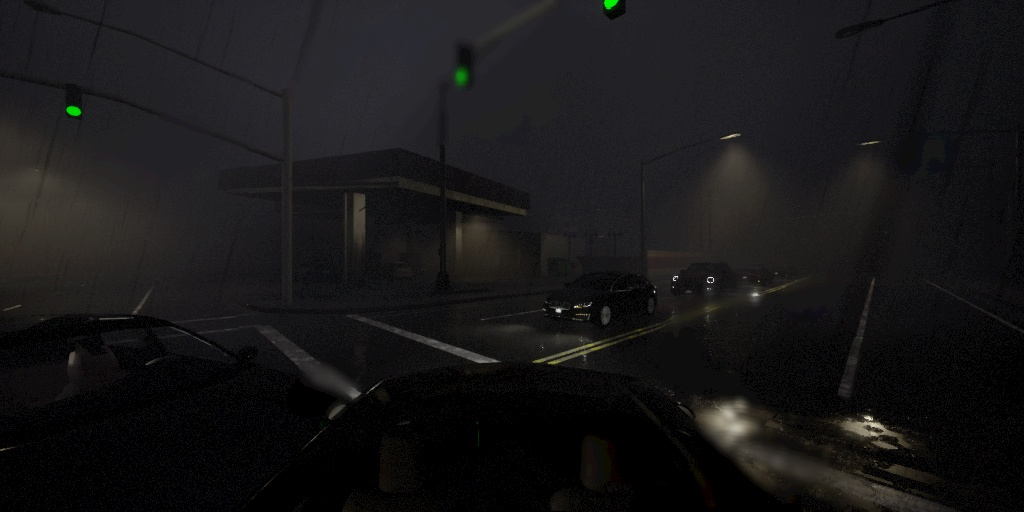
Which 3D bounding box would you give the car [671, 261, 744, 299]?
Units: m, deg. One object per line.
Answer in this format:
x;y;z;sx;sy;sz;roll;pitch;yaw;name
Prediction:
9.918;1.102;18.355;4.553;1.767;2.097;0;0;-44;car

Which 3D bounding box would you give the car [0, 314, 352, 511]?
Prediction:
-3.393;1.242;2.634;4.902;1.511;2.128;0;0;15;car

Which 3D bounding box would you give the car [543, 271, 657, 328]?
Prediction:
3.006;1.255;11.584;4.892;1.490;1.837;0;0;-45;car

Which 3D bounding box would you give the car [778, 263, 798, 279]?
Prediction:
24.129;1.314;32.166;4.181;1.385;1.994;0;0;-44;car

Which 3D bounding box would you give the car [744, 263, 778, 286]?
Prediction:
16.919;1.314;25.190;1.994;1.385;4.181;0;0;45;car
